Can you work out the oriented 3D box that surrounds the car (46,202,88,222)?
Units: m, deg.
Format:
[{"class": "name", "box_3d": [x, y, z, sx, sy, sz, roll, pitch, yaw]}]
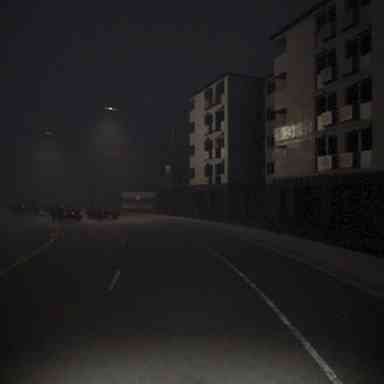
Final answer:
[{"class": "car", "box_3d": [-11.519, 1.898, 30.437, 2.033, 1.411, 5.357, 0, -1, -33]}]

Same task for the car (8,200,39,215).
[{"class": "car", "box_3d": [-20.647, 1.818, 40.676, 4.553, 1.767, 2.097, -1, -1, 40]}]

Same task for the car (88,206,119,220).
[{"class": "car", "box_3d": [-8.845, 1.977, 32.722, 1.895, 1.301, 4.718, 0, -1, -33]}]

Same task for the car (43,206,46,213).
[{"class": "car", "box_3d": [-17.217, 1.978, 42.362, 4.902, 1.511, 2.128, -1, -1, 42]}]
